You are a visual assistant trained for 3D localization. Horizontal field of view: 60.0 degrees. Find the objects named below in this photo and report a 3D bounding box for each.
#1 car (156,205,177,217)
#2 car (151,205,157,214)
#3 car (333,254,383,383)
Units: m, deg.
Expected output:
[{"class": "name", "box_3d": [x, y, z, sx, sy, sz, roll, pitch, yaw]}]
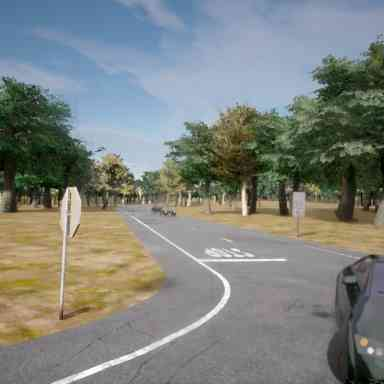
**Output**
[{"class": "car", "box_3d": [-3.551, 2.853, 48.067, 1.895, 1.301, 4.718, 3, -2, -14]}, {"class": "car", "box_3d": [-5.829, 2.964, 56.908, 1.882, 1.535, 5.008, 3, -2, -14]}, {"class": "car", "box_3d": [3.141, 1.644, 4.680, 1.994, 1.385, 4.181, 1, -1, 22]}]
